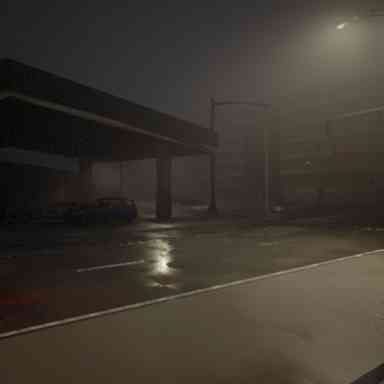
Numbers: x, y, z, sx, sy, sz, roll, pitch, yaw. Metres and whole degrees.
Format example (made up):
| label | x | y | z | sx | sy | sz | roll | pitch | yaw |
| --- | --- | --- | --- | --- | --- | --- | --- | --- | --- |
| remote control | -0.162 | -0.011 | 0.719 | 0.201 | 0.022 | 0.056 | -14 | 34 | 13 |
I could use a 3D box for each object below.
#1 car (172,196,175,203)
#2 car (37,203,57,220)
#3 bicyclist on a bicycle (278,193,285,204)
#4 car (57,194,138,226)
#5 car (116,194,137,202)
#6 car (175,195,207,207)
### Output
| label | x | y | z | sx | sy | sz | roll | pitch | yaw |
| --- | --- | --- | --- | --- | --- | --- | --- | --- | --- |
| car | -4.590 | 1.291 | 59.692 | 1.895 | 1.301 | 4.718 | 0 | 0 | -37 |
| car | -9.804 | 1.348 | 25.705 | 3.806 | 1.475 | 1.970 | 0 | 0 | -35 |
| bicyclist on a bicycle | 12.995 | 1.001 | 48.384 | 1.656 | 1.620 | 0.582 | -1 | 0 | -37 |
| car | -5.836 | 1.198 | 21.480 | 4.611 | 1.667 | 2.242 | 0 | 0 | -35 |
| car | -12.950 | 1.180 | 65.077 | 2.128 | 1.511 | 4.902 | 0 | 0 | -36 |
| car | 0.147 | 1.221 | 47.277 | 1.882 | 1.535 | 5.008 | 0 | 0 | -36 |
